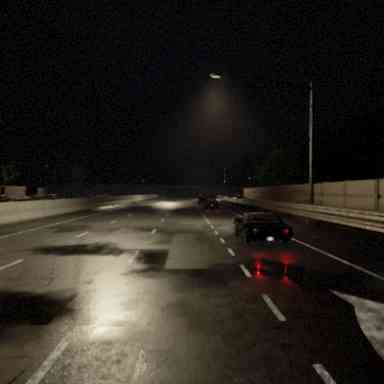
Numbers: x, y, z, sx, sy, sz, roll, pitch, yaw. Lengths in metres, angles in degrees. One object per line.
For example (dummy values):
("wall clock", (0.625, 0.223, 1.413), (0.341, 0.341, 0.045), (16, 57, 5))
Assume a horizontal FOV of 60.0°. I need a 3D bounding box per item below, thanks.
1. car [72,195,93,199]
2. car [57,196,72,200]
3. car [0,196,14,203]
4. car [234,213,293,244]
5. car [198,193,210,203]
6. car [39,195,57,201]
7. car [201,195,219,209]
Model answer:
("car", (-18.557, 1.341, 57.812), (1.882, 1.535, 5.008), (1, 1, -1))
("car", (-22.092, 1.367, 60.700), (2.033, 1.411, 5.357), (1, 0, -1))
("car", (-28.966, 1.324, 50.163), (2.033, 1.411, 5.357), (0, 0, 0))
("car", (3.164, 1.625, 15.836), (1.895, 1.301, 4.718), (0, 0, -1))
("car", (2.270, 1.561, 71.983), (1.882, 1.535, 5.008), (1, 0, -1))
("car", (-25.579, 1.335, 59.573), (2.128, 1.511, 4.902), (1, 0, -1))
("car", (2.626, 1.572, 46.544), (1.812, 1.442, 4.674), (0, 0, -1))
